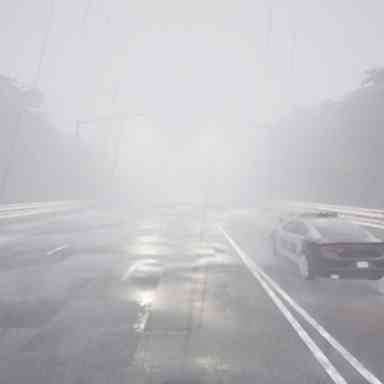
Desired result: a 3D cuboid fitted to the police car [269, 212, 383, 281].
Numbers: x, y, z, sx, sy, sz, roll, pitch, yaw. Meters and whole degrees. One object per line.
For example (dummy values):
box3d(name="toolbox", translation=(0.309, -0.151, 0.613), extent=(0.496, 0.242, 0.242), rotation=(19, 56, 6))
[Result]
box3d(name="police car", translation=(3.716, 1.418, 9.991), extent=(1.930, 1.638, 5.238), rotation=(0, 0, -2))
